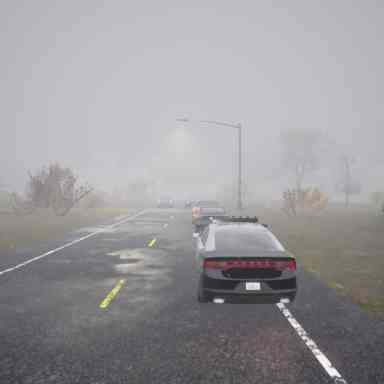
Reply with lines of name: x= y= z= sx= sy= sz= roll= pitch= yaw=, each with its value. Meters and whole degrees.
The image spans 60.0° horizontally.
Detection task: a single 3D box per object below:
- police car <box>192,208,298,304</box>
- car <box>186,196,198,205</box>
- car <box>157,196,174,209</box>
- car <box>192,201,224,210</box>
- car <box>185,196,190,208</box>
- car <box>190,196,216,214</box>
police car: x=1.053 y=1.419 z=8.327 sx=1.930 sy=1.638 sz=5.238 roll=0 pitch=0 yaw=0
car: x=0.018 y=1.427 z=58.613 sx=2.033 sy=1.411 sz=5.357 roll=0 pitch=0 yaw=0
car: x=-3.488 y=1.275 z=44.636 sx=2.097 sy=1.767 sz=4.553 roll=0 pitch=0 yaw=0
car: x=1.057 y=1.487 z=18.218 sx=1.837 sy=1.490 sz=4.892 roll=0 pitch=0 yaw=0
car: x=0.048 y=1.522 z=45.469 sx=1.895 sy=1.301 sz=4.718 roll=0 pitch=0 yaw=0
car: x=1.059 y=1.322 z=24.190 sx=2.097 sy=1.767 sz=4.553 roll=0 pitch=0 yaw=0
